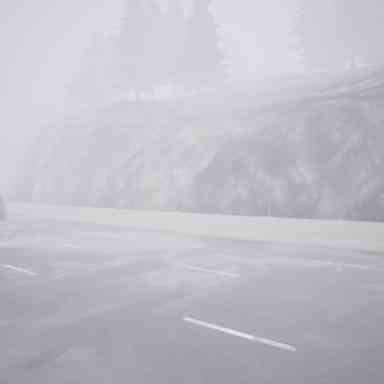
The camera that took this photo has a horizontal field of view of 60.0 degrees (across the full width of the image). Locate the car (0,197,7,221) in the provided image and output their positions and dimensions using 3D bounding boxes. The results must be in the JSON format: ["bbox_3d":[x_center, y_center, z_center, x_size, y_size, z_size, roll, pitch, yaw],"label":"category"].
[{"bbox_3d":[-17.608,1.392,28.448,2.150,2.045,5.566,1,0,-44],"label":"car"}]
